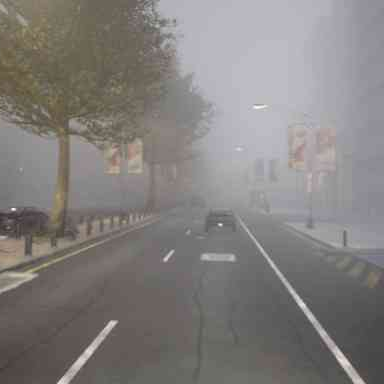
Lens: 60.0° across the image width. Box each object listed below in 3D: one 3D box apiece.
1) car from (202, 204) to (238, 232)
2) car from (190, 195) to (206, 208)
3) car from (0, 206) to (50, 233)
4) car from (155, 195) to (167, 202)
[{"bbox_3d":[1.835,1.614,21.324,1.837,1.490,4.892,1,0,5],"label":"car"},{"bbox_3d":[0.893,1.444,51.402,2.150,2.045,5.566,1,0,5],"label":"car"},{"bbox_3d":[-10.052,1.530,19.266,1.994,1.385,4.181,1,0,5],"label":"car"},{"bbox_3d":[-8.136,1.724,81.986,1.882,1.535,5.008,1,0,5],"label":"car"}]
